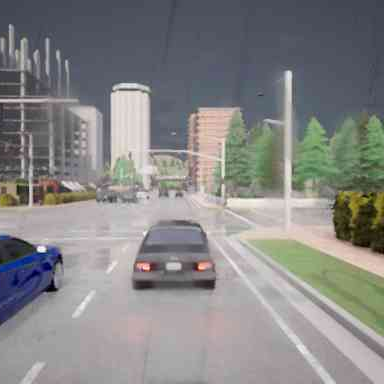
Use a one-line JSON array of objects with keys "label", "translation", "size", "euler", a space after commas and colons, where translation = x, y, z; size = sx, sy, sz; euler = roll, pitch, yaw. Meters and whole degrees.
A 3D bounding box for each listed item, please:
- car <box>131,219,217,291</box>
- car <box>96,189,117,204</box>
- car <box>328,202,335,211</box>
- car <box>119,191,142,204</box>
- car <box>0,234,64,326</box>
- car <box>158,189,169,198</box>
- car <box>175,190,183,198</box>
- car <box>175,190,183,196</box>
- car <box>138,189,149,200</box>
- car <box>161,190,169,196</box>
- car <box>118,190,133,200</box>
[{"label": "car", "translation": [-0.421, 1.436, 8.853], "size": [2.033, 1.411, 5.357], "euler": [0, 1, -2]}, {"label": "car", "translation": [-12.507, 0.609, 48.952], "size": [2.150, 2.045, 5.566], "euler": [0, 1, -2]}, {"label": "car", "translation": [15.414, 1.133, 31.750], "size": [4.674, 1.442, 1.812], "euler": [0, 1, -1]}, {"label": "car", "translation": [-8.986, 0.942, 48.380], "size": [2.033, 1.411, 5.357], "euler": [0, 1, -2]}, {"label": "car", "translation": [-3.731, 1.406, 5.554], "size": [1.882, 1.535, 5.008], "euler": [0, 1, -3]}, {"label": "car", "translation": [-6.414, 0.279, 75.227], "size": [2.150, 2.045, 5.566], "euler": [0, 1, -2]}, {"label": "car", "translation": [-2.929, 0.550, 75.683], "size": [1.837, 1.490, 4.892], "euler": [0, 1, -2]}, {"label": "car", "translation": [-3.277, 0.269, 84.893], "size": [1.837, 1.490, 4.892], "euler": [0, 1, -2]}, {"label": "car", "translation": [-9.536, 0.414, 64.587], "size": [2.150, 2.045, 5.566], "euler": [0, 1, -2]}, {"label": "car", "translation": [-6.774, 0.294, 84.762], "size": [1.812, 1.442, 4.674], "euler": [0, 1, -2]}, {"label": "car", "translation": [-13.064, 0.532, 65.595], "size": [2.097, 1.767, 4.553], "euler": [0, 1, -2]}]
